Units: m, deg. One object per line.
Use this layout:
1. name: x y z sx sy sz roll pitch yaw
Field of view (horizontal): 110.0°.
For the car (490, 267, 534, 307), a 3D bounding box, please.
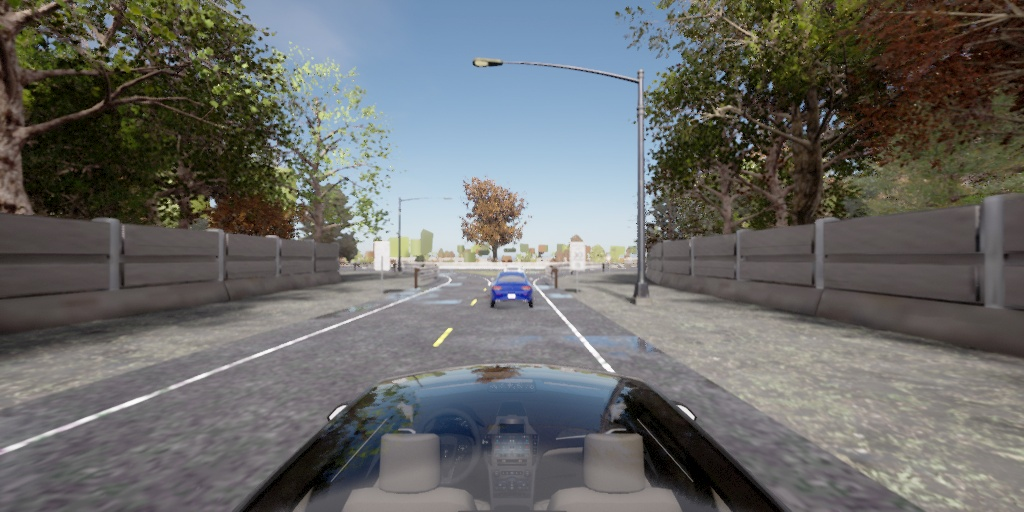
1. car: -0.003 1.413 16.238 1.812 1.442 4.674 0 0 0
